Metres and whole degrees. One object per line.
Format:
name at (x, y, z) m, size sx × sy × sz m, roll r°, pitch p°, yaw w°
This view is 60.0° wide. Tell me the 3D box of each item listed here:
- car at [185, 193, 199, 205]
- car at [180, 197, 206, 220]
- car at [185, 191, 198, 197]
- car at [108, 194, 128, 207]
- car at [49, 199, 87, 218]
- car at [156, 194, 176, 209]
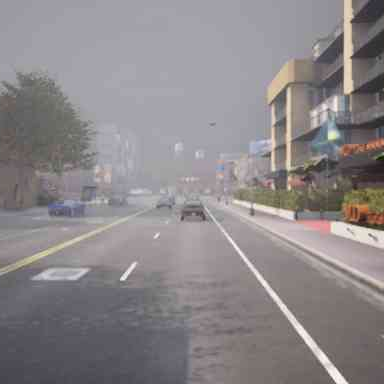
car at (-0.009, 1.112, 51.753) m, size 2.097 × 1.767 × 4.553 m, roll 0°, pitch 0°, yaw 0°
car at (0.095, 1.379, 26.872) m, size 1.837 × 1.490 × 4.892 m, roll 0°, pitch 0°, yaw 0°
car at (0.084, 1.157, 41.952) m, size 2.097 × 1.767 × 4.553 m, roll 0°, pitch 0°, yaw 0°
car at (-10.584, 1.129, 47.708) m, size 2.097 × 1.767 × 4.553 m, roll 0°, pitch 0°, yaw 0°
car at (-10.607, 1.344, 28.720) m, size 1.882 × 1.535 × 5.008 m, roll 0°, pitch 0°, yaw 0°
car at (-3.403, 1.355, 41.341) m, size 2.033 × 1.411 × 5.357 m, roll 0°, pitch 0°, yaw 0°
